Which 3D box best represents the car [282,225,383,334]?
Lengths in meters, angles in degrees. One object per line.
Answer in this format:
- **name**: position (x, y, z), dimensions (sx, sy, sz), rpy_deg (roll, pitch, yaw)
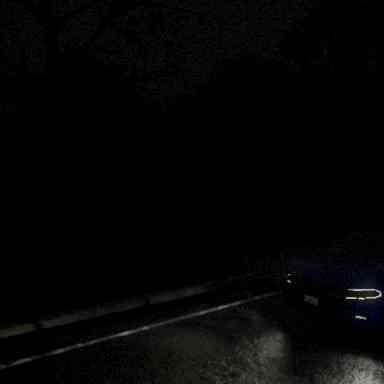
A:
- **car**: position (3.948, 1.448, 6.768), dimensions (5.008, 1.535, 1.882), rpy_deg (0, 0, -35)
